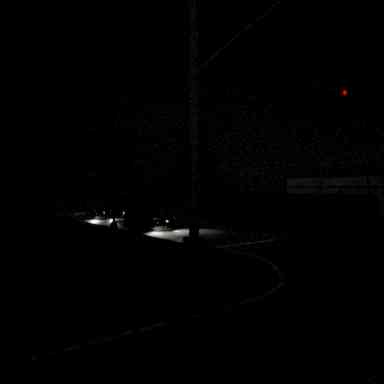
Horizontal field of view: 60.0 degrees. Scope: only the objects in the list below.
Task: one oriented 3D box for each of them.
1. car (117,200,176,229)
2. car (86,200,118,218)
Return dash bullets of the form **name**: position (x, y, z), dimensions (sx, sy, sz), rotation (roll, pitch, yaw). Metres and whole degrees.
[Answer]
- **car**: position (-2.897, 1.505, 21.814), dimensions (1.837, 1.490, 4.892), rotation (0, 0, -36)
- **car**: position (-8.424, 1.505, 30.059), dimensions (1.837, 1.490, 4.892), rotation (0, 0, -26)
